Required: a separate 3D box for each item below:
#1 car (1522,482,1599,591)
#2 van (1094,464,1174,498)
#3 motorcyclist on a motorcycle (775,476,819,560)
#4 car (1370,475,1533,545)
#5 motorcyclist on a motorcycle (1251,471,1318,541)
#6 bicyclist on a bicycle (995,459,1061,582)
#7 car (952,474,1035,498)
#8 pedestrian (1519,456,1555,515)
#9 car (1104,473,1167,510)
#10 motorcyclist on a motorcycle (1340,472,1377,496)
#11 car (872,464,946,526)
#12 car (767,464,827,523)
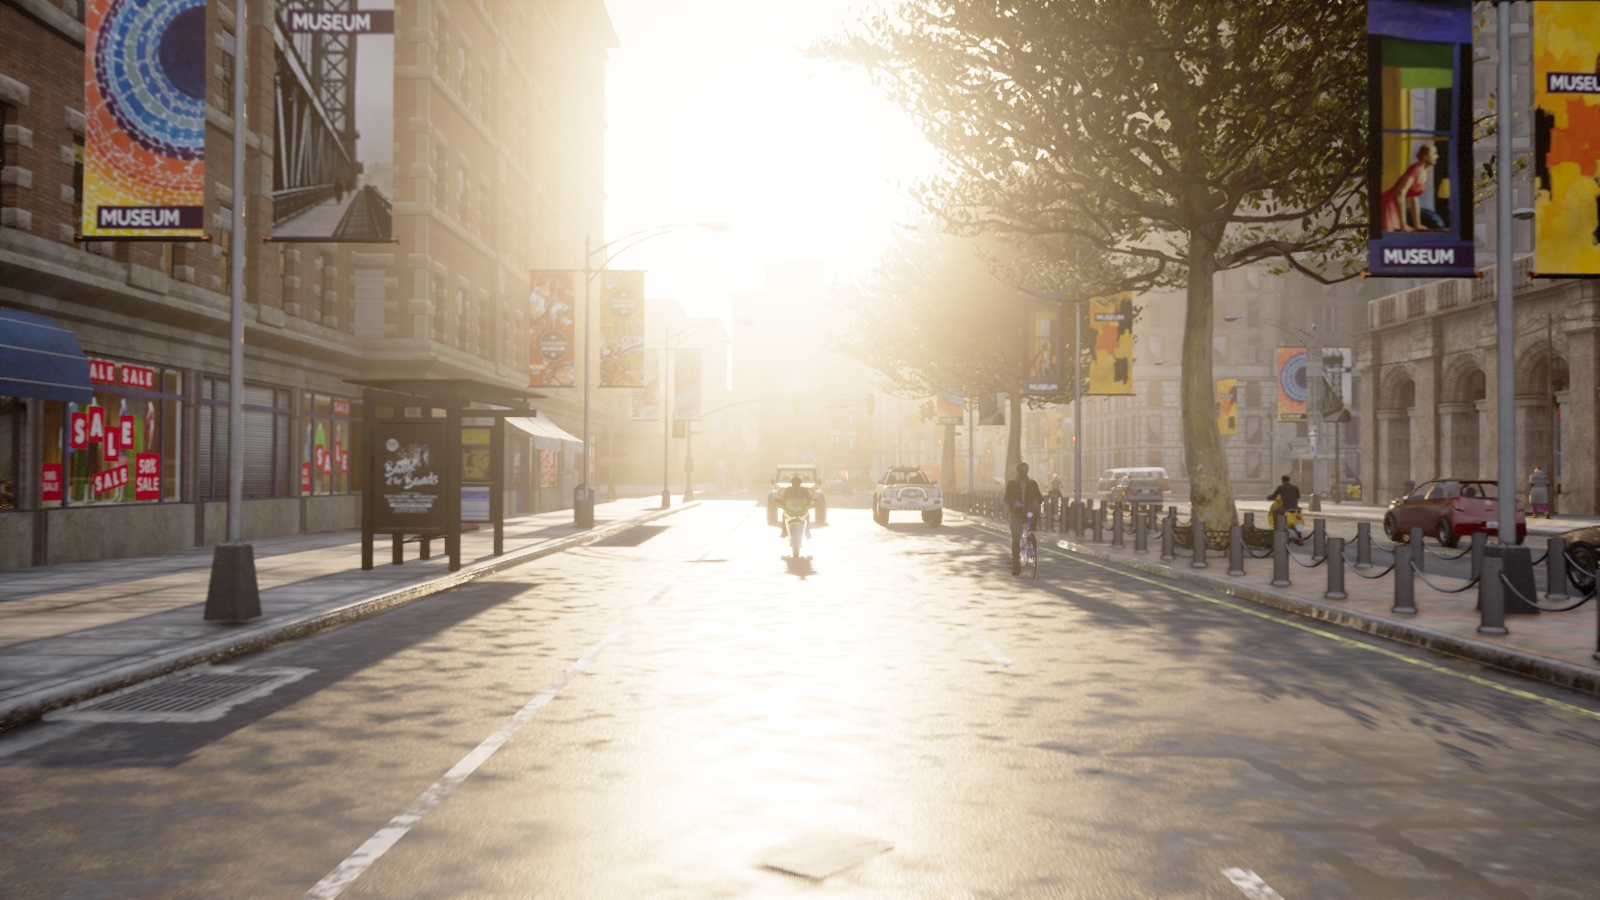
[{"bbox_3d":[11.461,1.117,15.452,2.033,1.411,5.357,0,-1,0],"label":"car"},{"bbox_3d":[21.404,1.993,80.500,4.480,2.038,2.069,-1,-1,-11],"label":"van"},{"bbox_3d":[-0.062,1.262,23.971,0.797,1.523,2.044,0,-1,0],"label":"motorcyclist on a motorcycle"},{"bbox_3d":[14.926,1.330,29.000,1.845,1.501,3.633,0,-1,0],"label":"car"},{"bbox_3d":[11.424,1.296,29.670,0.866,1.590,1.817,0,-1,0],"label":"motorcyclist on a motorcycle"},{"bbox_3d":[3.451,1.044,19.167,0.659,1.776,1.843,0,-1,0],"label":"bicyclist on a bicycle"},{"bbox_3d":[12.407,2.317,80.623,4.792,1.488,2.163,-1,-1,37],"label":"car"},{"bbox_3d":[24.933,1.191,42.480,0.659,1.952,0.873,0,-1,0],"label":"pedestrian"},{"bbox_3d":[14.842,1.808,55.701,1.789,1.549,3.705,0,-1,0],"label":"car"},{"bbox_3d":[36.291,2.222,81.557,2.044,1.523,0.797,0,-1,-1],"label":"motorcyclist on a motorcycle"},{"bbox_3d":[3.397,1.391,40.039,1.932,1.855,4.605,0,-1,0],"label":"car"},{"bbox_3d":[-0.108,1.417,41.765,1.905,1.878,3.866,0,-1,0],"label":"car"}]
